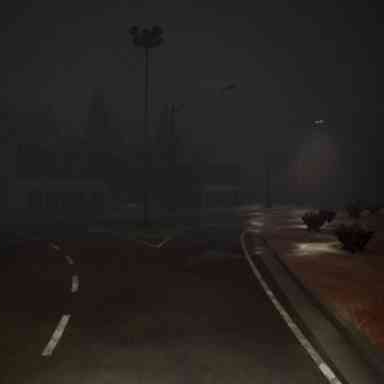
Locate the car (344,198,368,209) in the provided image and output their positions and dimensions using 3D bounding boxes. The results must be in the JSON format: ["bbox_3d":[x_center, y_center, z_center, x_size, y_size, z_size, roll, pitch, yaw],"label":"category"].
[{"bbox_3d":[22.063,1.562,44.636,2.128,1.511,4.902,0,0,43],"label":"car"}]
